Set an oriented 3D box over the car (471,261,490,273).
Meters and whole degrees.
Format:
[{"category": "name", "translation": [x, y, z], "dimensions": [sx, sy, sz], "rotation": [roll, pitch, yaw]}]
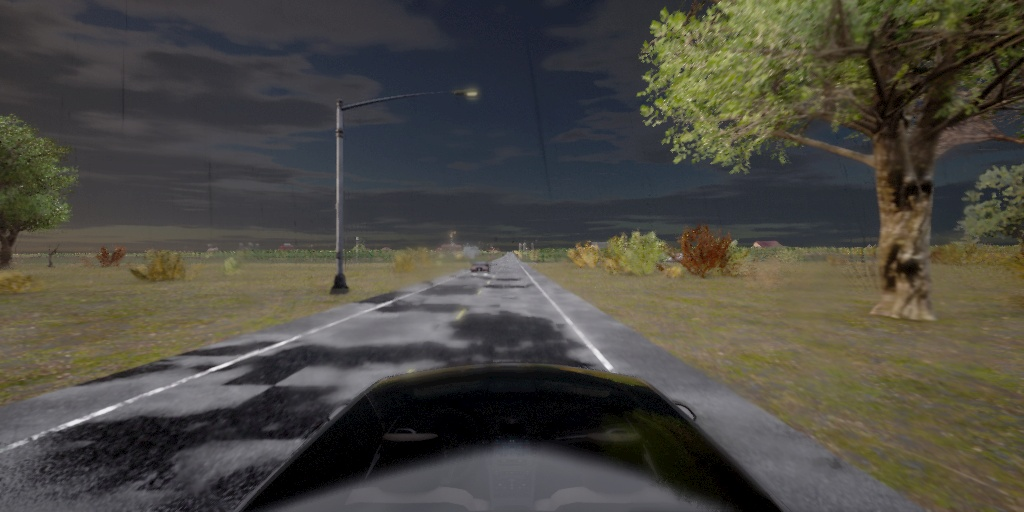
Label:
[{"category": "car", "translation": [-3.602, 1.285, 41.781], "dimensions": [1.994, 1.385, 4.181], "rotation": [0, 0, 0]}]
